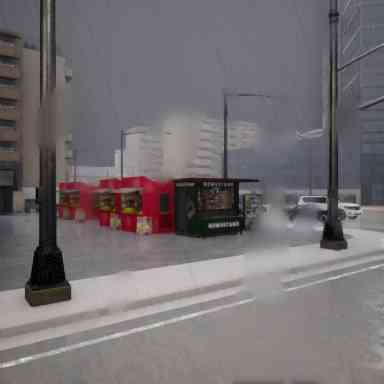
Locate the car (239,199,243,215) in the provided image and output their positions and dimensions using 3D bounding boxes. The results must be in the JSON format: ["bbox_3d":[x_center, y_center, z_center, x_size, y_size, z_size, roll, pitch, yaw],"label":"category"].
[{"bbox_3d":[3.965,1.769,34.484,2.033,1.411,5.357,0,-1,-37],"label":"car"}]

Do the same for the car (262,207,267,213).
[{"bbox_3d":[5.953,1.789,37.708,2.033,1.411,5.357,0,-1,-36],"label":"car"}]

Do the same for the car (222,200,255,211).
[{"bbox_3d":[6.770,1.871,48.836,1.837,1.490,4.892,0,-1,-36],"label":"car"}]

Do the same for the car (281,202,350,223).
[{"bbox_3d":[9.649,1.707,26.689,1.895,1.301,4.718,0,-1,-37],"label":"car"}]

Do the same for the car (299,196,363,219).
[{"bbox_3d":[11.977,1.339,29.419,2.150,2.045,5.566,0,-1,-36],"label":"car"}]
